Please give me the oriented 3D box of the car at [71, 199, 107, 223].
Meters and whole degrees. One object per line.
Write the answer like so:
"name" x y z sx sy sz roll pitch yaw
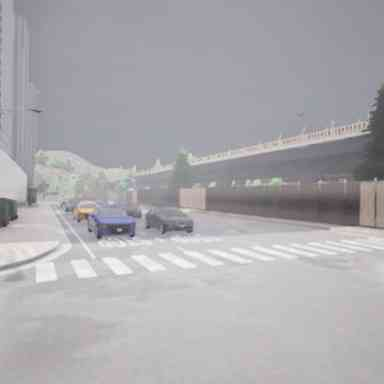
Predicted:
"car" -8.470 1.582 27.051 1.882 1.535 5.008 1 -1 -24

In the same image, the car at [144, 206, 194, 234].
"car" -1.478 1.604 19.936 1.837 1.490 4.892 1 0 -24

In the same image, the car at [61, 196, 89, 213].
"car" -13.759 1.512 38.976 2.097 1.767 4.553 1 0 -24

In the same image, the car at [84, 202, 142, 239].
"car" -4.432 1.539 17.970 1.882 1.535 5.008 1 0 -24

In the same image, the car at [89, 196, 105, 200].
"car" -11.843 1.702 43.293 2.128 1.511 4.902 1 -1 -24

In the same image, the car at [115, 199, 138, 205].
"car" -5.996 1.500 30.107 2.097 1.767 4.553 1 -1 -24
